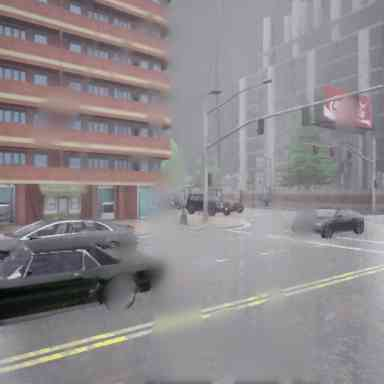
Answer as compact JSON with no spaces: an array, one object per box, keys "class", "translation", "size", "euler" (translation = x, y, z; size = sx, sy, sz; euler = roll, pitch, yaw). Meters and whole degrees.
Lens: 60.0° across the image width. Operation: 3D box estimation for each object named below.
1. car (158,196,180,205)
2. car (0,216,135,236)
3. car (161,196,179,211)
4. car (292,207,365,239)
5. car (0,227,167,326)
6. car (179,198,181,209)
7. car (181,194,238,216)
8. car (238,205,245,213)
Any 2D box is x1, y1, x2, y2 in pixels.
[{"class":"car","translation":[-4.116,1.525,59.586],"size":[1.812,1.442,4.674],"euler":[0,0,-35]},{"class":"car","translation":[-3.992,1.492,9.730],"size":[4.902,1.511,2.128],"euler":[0,0,-35]},{"class":"car","translation":[-3.954,1.352,40.696],"size":[2.097,1.767,4.553],"euler":[0,0,-35]},{"class":"car","translation":[7.293,1.526,17.532],"size":[4.674,1.442,1.812],"euler":[0,0,-35]},{"class":"car","translation":[-2.938,1.601,6.202],"size":[4.718,1.301,1.895],"euler":[0,0,-35]},{"class":"car","translation":[-1.859,1.491,43.809],"size":[2.128,1.511,4.902],"euler":[0,0,-35]},{"class":"car","translation":[1.579,1.222,32.791],"size":[2.150,2.045,5.566],"euler":[0,0,-35]},{"class":"car","translation":[3.502,1.601,36.150],"size":[1.895,1.301,4.718],"euler":[0,0,-35]}]
